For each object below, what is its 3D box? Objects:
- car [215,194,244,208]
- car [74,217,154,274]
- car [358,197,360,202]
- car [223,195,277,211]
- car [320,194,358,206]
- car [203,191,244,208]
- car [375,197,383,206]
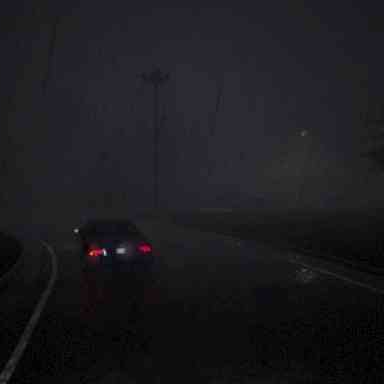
[{"bbox_3d":[5.399,1.299,39.600,4.181,1.385,1.994,-1,0,-18],"label":"car"},{"bbox_3d":[-2.669,1.518,10.664,2.033,1.411,5.357,-1,0,-21],"label":"car"},{"bbox_3d":[22.310,1.038,48.751,4.674,1.442,1.812,0,0,-18],"label":"car"},{"bbox_3d":[6.570,1.287,36.303,5.357,1.411,2.033,-1,0,-18],"label":"car"},{"bbox_3d":[19.176,1.133,44.078,4.181,1.385,1.994,-1,0,-18],"label":"car"},{"bbox_3d":[4.247,0.949,42.886,5.566,2.045,2.150,-1,0,-17],"label":"car"},{"bbox_3d":[25.842,0.986,42.558,5.008,1.535,1.882,-1,0,-18],"label":"car"}]
